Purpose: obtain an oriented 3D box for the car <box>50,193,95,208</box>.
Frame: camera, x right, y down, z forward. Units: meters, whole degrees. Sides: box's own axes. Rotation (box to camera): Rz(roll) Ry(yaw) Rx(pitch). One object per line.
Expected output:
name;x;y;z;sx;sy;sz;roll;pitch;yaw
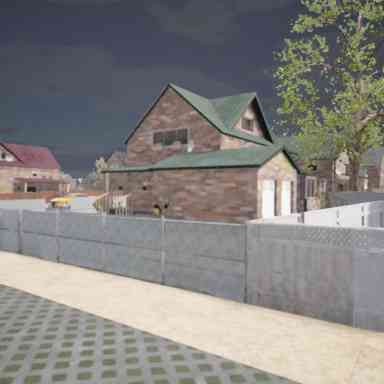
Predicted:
car;-12.856;0.880;36.034;1.882;1.535;5.008;1;2;35
